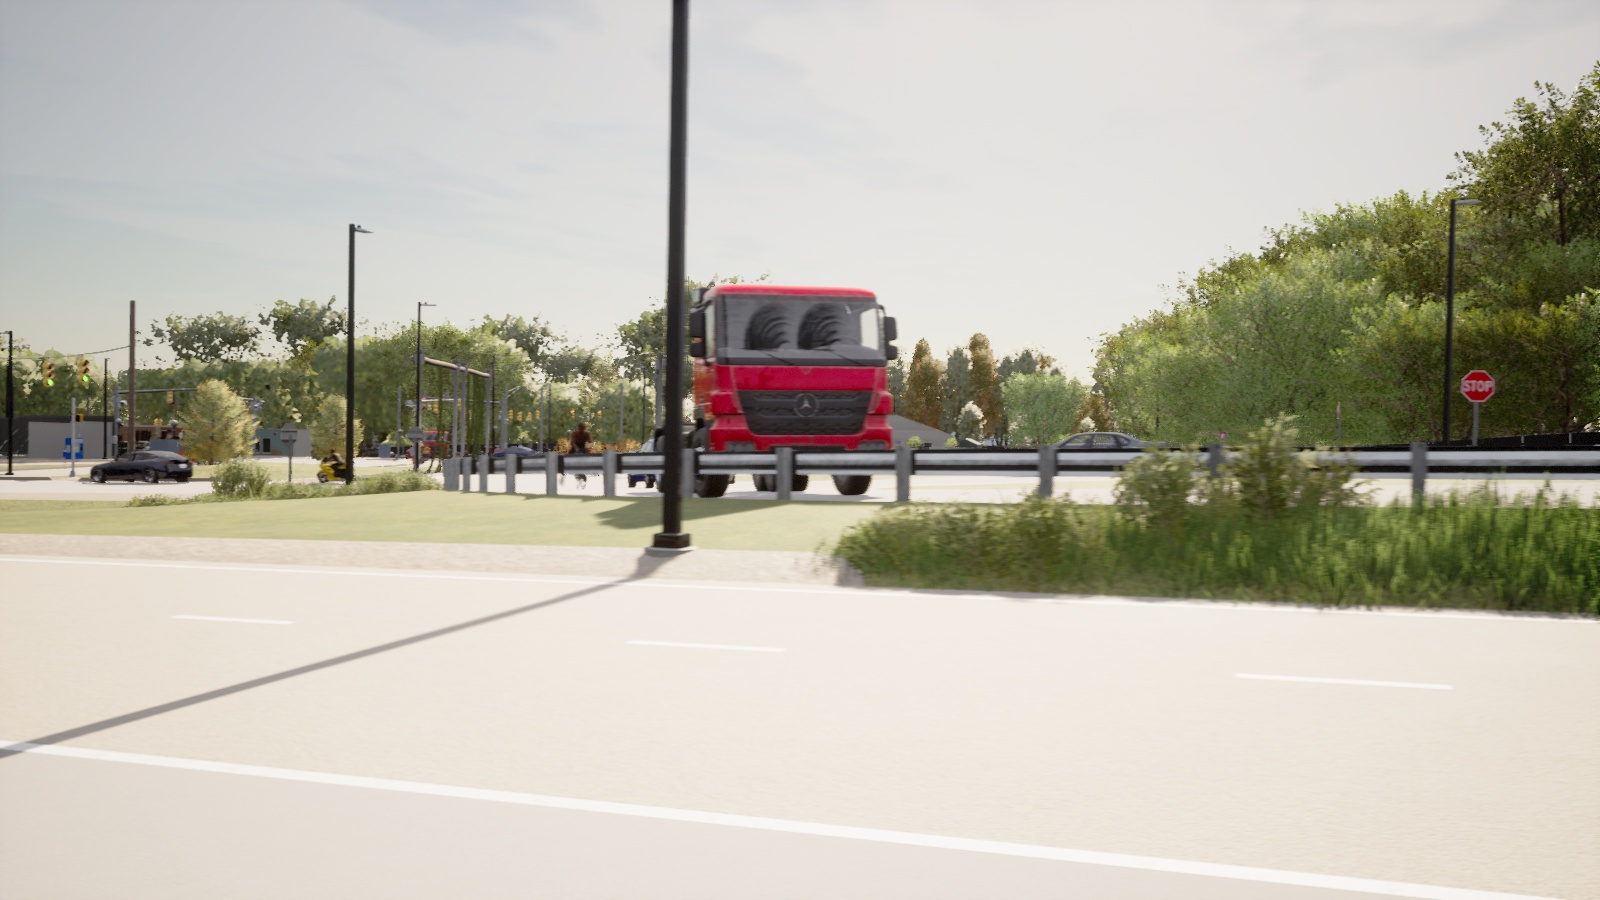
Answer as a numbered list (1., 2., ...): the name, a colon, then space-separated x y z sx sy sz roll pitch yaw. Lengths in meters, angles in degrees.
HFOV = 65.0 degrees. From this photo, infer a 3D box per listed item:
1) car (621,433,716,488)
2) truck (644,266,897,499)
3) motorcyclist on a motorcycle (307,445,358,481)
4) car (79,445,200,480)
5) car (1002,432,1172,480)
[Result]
1. car: -4.066 0.361 38.138 1.882 1.535 5.008 1 -2 -18
2. truck: -0.886 -0.940 22.807 2.891 3.462 7.936 0 -1 -14
3. motorcyclist on a motorcycle: -20.135 0.554 54.099 2.044 1.523 0.797 0 1 22
4. car: -30.241 0.548 57.530 4.792 1.488 2.163 0 1 18
5. car: 9.712 0.191 42.418 5.357 1.411 2.033 -2 0 19
